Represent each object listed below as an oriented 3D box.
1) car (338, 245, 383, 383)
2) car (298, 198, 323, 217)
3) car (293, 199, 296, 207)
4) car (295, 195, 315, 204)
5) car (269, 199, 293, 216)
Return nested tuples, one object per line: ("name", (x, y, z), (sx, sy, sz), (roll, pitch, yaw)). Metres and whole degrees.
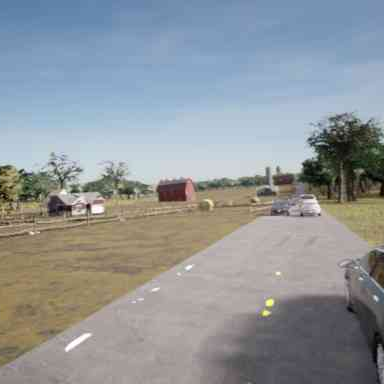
("car", (3.269, 1.447, 4.523), (1.837, 1.490, 4.892), (-2, -1, 18))
("car", (11.484, 1.572, 32.342), (1.812, 1.442, 4.674), (-2, -1, 19))
("car", (19.011, 2.053, 64.251), (1.812, 1.442, 4.674), (-2, -1, 18))
("car", (14.666, 1.359, 42.205), (2.150, 2.045, 5.566), (-2, -1, 19))
("car", (9.283, 1.666, 35.012), (1.837, 1.490, 4.892), (-2, -1, 18))
